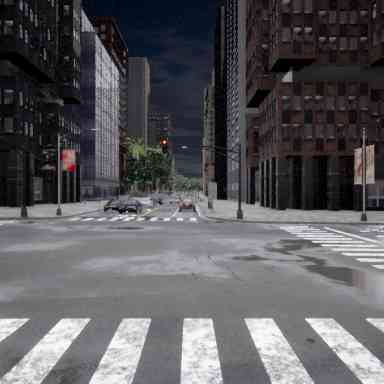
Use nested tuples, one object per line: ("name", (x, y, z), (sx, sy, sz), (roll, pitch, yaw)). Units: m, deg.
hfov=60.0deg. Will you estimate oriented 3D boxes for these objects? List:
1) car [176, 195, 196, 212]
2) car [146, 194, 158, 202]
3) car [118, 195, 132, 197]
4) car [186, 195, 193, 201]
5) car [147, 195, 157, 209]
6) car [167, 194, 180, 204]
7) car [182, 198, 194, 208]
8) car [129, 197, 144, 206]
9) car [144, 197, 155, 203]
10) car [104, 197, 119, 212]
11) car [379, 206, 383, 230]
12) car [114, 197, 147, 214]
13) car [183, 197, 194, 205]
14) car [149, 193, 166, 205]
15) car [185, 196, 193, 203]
("car", (-0.524, 1.445, 39.051), (1.967, 1.590, 4.097), (0, 0, 0))
("car", (-9.213, 1.411, 76.999), (2.192, 1.841, 5.009), (0, 0, 0))
("car", (-9.073, 1.332, 44.443), (2.192, 1.841, 5.009), (0, 0, 0))
("car", (-0.758, 1.689, 93.300), (1.887, 1.381, 4.507), (0, 0, 0))
("car", (-6.412, 1.546, 46.069), (1.812, 1.442, 4.674), (0, 0, 0))
("car", (-3.398, 1.667, 65.653), (1.895, 1.301, 4.718), (0, 0, 0))
("car", (-0.570, 1.611, 49.900), (1.802, 1.307, 4.206), (0, 0, 0))
("car", (-9.118, 1.566, 55.124), (1.752, 1.417, 4.829), (0, 0, 0))
("car", (-9.189, 1.663, 71.573), (1.802, 1.307, 4.206), (0, 0, 0))
("car", (-9.049, 1.571, 39.017), (1.947, 1.339, 4.313), (0, 0, 0))
("car", (14.833, 1.723, 20.974), (4.902, 1.511, 2.128), (1, 0, 0))
("car", (-6.367, 1.544, 35.146), (2.033, 1.411, 5.357), (0, 0, 0))
("car", (-0.617, 1.599, 60.750), (1.887, 1.381, 4.507), (0, 0, 0))
("car", (-6.444, 1.273, 59.168), (2.150, 2.045, 5.566), (0, 0, 0))
("car", (-0.665, 1.607, 71.770), (1.752, 1.417, 4.829), (0, 0, 0))
